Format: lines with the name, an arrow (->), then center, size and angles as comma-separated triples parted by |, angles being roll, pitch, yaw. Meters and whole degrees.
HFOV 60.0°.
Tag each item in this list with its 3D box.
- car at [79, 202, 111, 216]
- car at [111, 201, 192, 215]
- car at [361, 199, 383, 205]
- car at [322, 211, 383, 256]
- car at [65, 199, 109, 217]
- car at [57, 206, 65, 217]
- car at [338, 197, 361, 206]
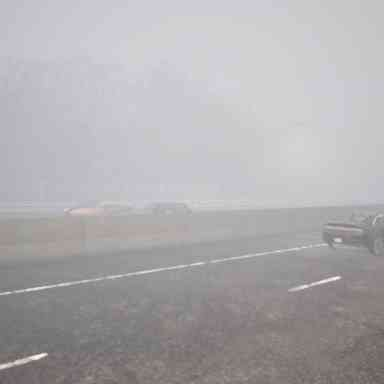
car -> -4.888, 1.583, 21.995 | 4.181, 1.385, 1.994 | 0, 0, -35
car -> -2.068, 1.372, 19.708 | 4.553, 1.767, 2.097 | 0, 0, -35
car -> 27.719, 1.698, 49.482 | 4.718, 1.301, 1.895 | 0, 0, -35
car -> 7.209, 1.517, 13.312 | 4.902, 1.511, 2.128 | 0, 0, -36
car -> -6.541, 1.498, 25.116 | 5.008, 1.535, 1.882 | 0, 0, -35
car -> -8.762, 1.372, 27.828 | 4.553, 1.767, 2.097 | 0, 0, -35
car -> 24.695, 1.600, 51.604 | 4.892, 1.490, 1.837 | 0, 0, -34
